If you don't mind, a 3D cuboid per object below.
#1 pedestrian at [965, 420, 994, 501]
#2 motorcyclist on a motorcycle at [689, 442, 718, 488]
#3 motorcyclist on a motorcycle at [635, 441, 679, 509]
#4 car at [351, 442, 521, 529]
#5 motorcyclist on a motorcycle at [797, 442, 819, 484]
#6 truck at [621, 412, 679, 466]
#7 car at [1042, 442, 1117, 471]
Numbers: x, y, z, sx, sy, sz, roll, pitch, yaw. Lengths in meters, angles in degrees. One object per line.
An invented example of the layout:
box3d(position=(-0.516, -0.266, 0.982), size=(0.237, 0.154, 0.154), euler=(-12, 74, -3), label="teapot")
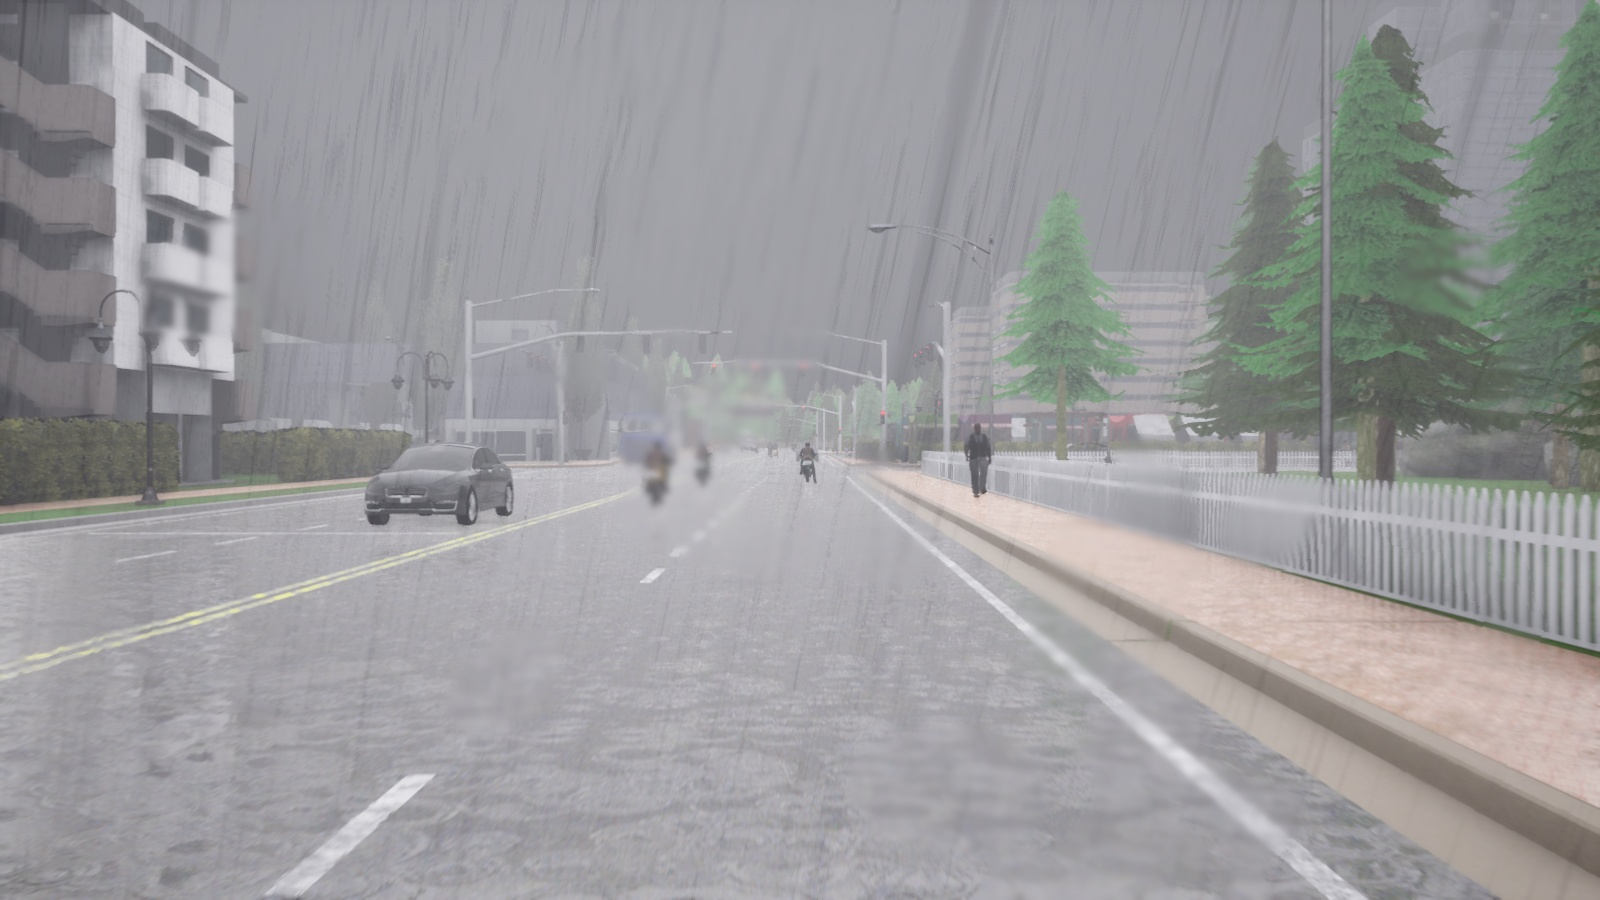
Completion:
box3d(position=(4.250, 0.241, 29.754), size=(0.563, 1.883, 0.849), euler=(0, 0, 0), label="pedestrian")
box3d(position=(-3.245, 0.487, 42.335), size=(0.797, 1.523, 2.044), euler=(0, 0, 0), label="motorcyclist on a motorcycle")
box3d(position=(-3.319, 0.561, 29.295), size=(0.797, 1.523, 2.044), euler=(0, 0, 0), label="motorcyclist on a motorcycle")
box3d(position=(-6.849, 0.610, 24.171), size=(1.837, 1.490, 4.892), euler=(0, 0, 0), label="car")
box3d(position=(0.280, 0.466, 46.729), size=(0.797, 1.523, 2.044), euler=(0, 0, 0), label="motorcyclist on a motorcycle")
box3d(position=(-10.008, -0.717, 84.381), size=(2.891, 3.462, 7.936), euler=(0, 0, 0), label="truck")
box3d(position=(15.424, 0.347, 69.363), size=(3.705, 1.549, 1.789), euler=(0, 0, -1), label="car")
